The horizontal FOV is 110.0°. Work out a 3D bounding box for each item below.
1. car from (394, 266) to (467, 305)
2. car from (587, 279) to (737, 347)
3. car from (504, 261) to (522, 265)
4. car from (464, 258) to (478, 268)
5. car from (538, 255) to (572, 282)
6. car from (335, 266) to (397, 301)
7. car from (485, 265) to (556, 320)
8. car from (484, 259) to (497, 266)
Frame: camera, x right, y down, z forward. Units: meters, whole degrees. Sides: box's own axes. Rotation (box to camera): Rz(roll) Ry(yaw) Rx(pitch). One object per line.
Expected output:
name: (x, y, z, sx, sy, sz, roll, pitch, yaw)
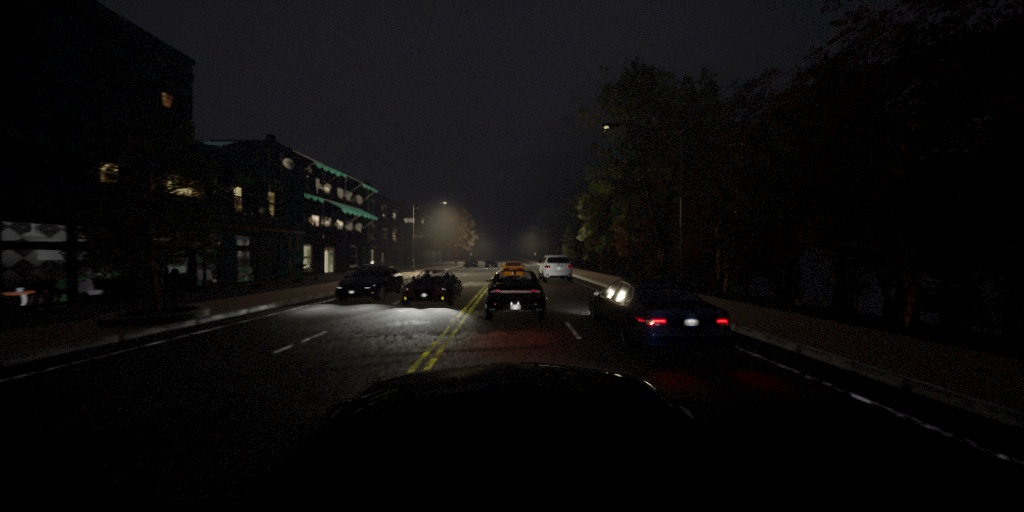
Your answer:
car: (-3.348, 1.291, 15.622, 1.994, 1.385, 4.181, 0, 0, 0)
car: (3.349, 1.285, 9.203, 2.033, 1.411, 5.357, 0, 0, 0)
car: (0.105, 1.179, 30.679, 1.882, 1.535, 5.008, 0, 0, 0)
car: (-6.547, 1.133, 57.483, 1.882, 1.535, 5.008, 0, 0, 0)
car: (3.354, 0.927, 28.361, 2.150, 2.045, 5.566, 0, 0, 0)
car: (-6.598, 1.230, 17.169, 1.837, 1.490, 4.892, 0, 0, 0)
car: (0.102, 1.224, 12.561, 2.128, 1.511, 4.902, 0, 0, 0)
car: (-3.292, 1.204, 56.933, 2.033, 1.411, 5.357, 0, 0, 1)
